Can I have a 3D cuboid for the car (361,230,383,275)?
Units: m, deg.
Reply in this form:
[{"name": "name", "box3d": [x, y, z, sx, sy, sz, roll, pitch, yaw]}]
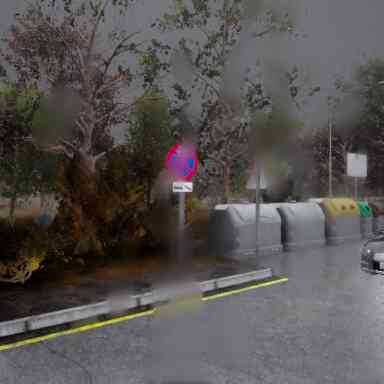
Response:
[{"name": "car", "box3d": [6.622, 1.499, 9.318, 4.902, 1.511, 2.128, 0, 0, -36]}]
